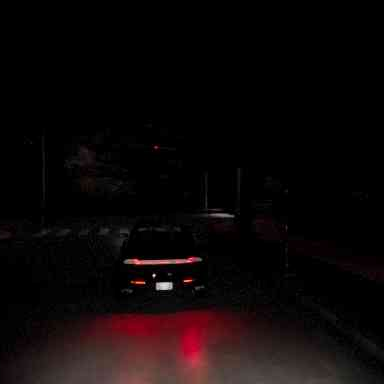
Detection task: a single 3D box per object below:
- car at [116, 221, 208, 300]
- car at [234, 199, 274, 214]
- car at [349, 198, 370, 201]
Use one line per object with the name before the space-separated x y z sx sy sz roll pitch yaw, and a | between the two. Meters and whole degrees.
car | -0.840 1.491 8.425 2.128 1.511 4.902 0 0 -8
car | 6.257 1.368 30.803 4.674 1.442 1.812 0 0 -12
car | 16.370 1.346 33.046 4.892 1.490 1.837 0 0 -12
